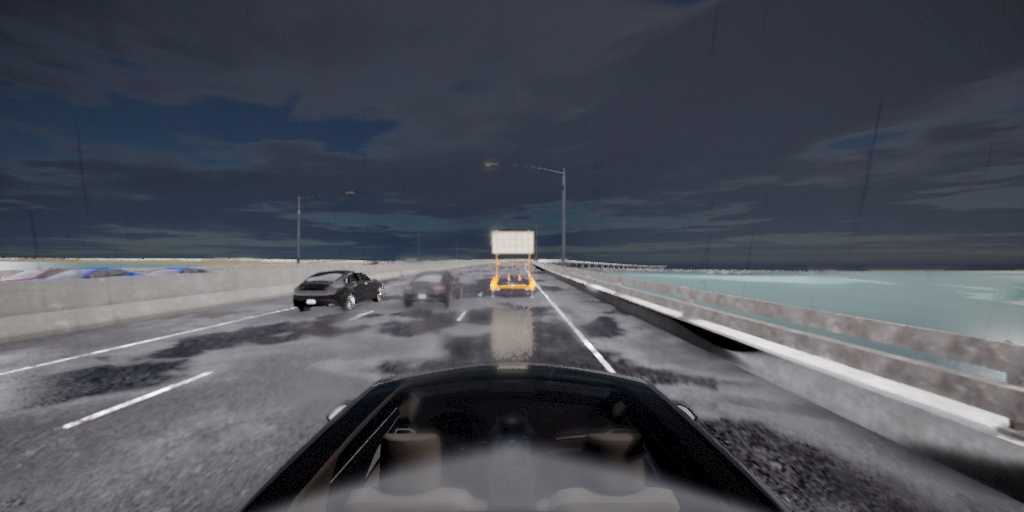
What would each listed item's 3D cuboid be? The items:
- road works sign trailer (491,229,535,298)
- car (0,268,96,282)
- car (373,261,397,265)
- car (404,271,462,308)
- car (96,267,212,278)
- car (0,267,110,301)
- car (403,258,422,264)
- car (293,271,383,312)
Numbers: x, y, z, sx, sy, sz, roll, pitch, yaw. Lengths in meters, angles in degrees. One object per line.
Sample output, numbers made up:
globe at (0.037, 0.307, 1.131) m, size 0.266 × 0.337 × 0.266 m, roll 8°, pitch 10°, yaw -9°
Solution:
road works sign trailer at (0.058, 0.328, 19.555) m, size 2.380 × 3.560 × 2.880 m, roll 0°, pitch 0°, yaw 0°
car at (-21.040, 1.325, 17.745) m, size 1.882 × 1.535 × 5.008 m, roll 0°, pitch 0°, yaw 0°
car at (-20.418, 1.602, 59.113) m, size 2.128 × 1.511 × 4.902 m, roll 0°, pitch 0°, yaw 2°
car at (-3.357, 1.365, 15.749) m, size 1.812 × 1.442 × 4.674 m, roll 0°, pitch 0°, yaw 0°
car at (-17.535, 1.331, 18.539) m, size 1.882 × 1.535 × 5.008 m, roll 0°, pitch 0°, yaw 0°
car at (-24.540, 1.379, 18.738) m, size 1.812 × 1.442 × 4.674 m, roll 0°, pitch 0°, yaw 1°
car at (-16.873, 1.341, 60.795) m, size 2.150 × 2.045 × 5.566 m, roll 0°, pitch 0°, yaw 2°
car at (-6.862, 1.336, 14.691) m, size 1.837 × 1.490 × 4.892 m, roll 0°, pitch 0°, yaw 0°
